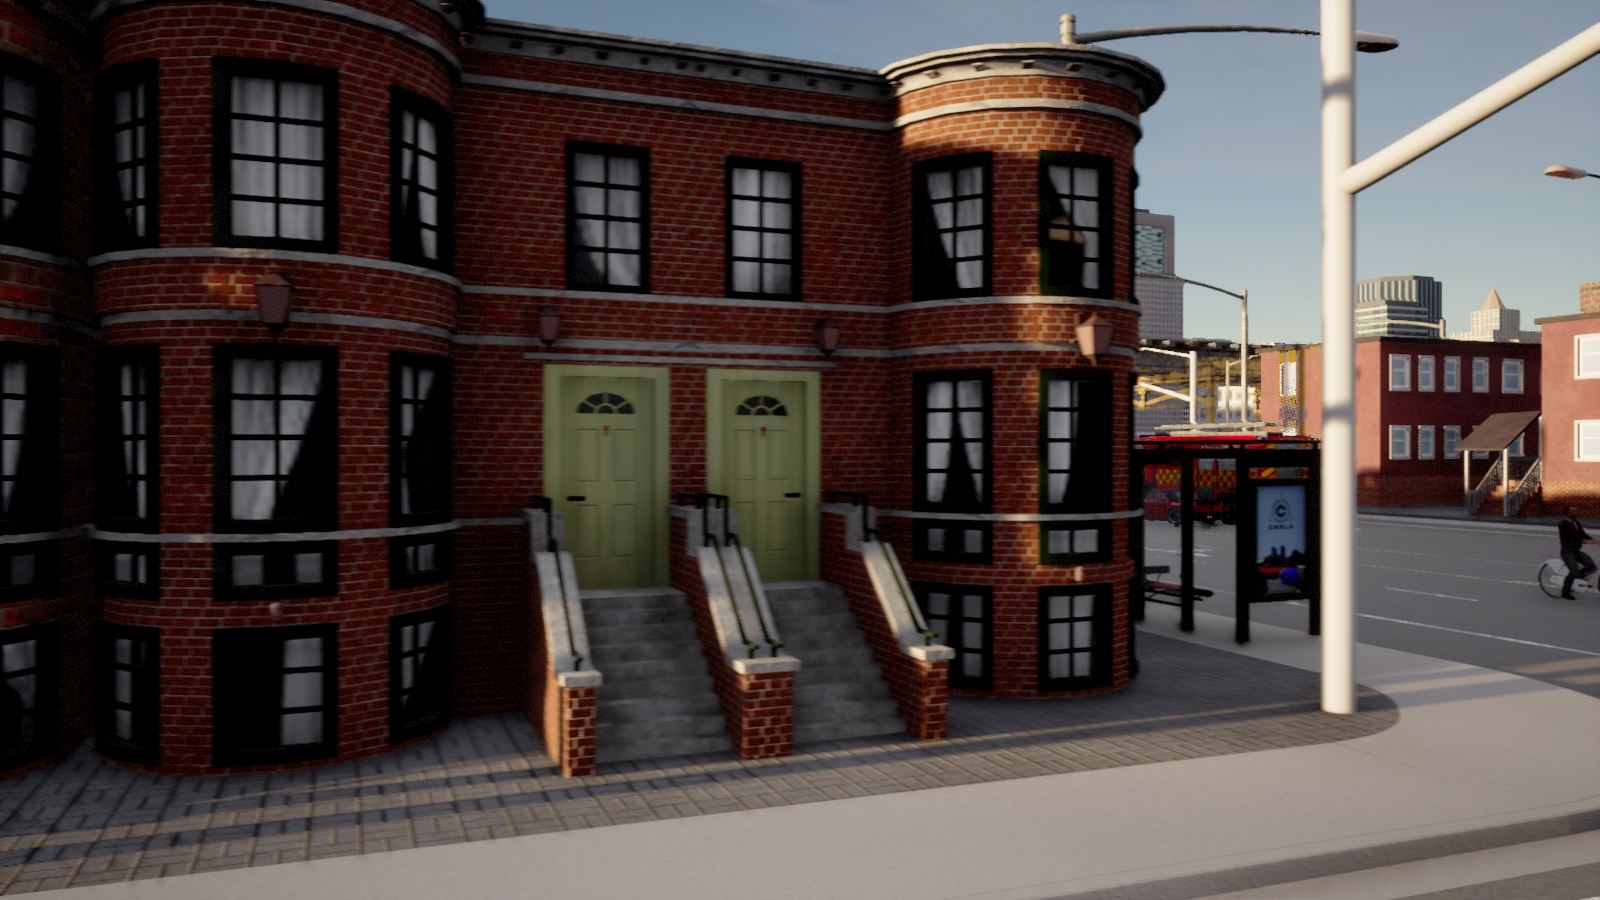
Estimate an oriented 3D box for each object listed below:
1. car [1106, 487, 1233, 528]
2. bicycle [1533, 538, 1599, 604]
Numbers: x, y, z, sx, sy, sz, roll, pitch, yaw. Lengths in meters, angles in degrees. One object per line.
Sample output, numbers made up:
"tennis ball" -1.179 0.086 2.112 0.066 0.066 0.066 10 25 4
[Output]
"car" 14.017 2.155 43.642 1.895 1.301 4.718 0 0 -26
"bicycle" 14.477 2.232 21.025 0.329 1.126 1.835 0 -1 -20
